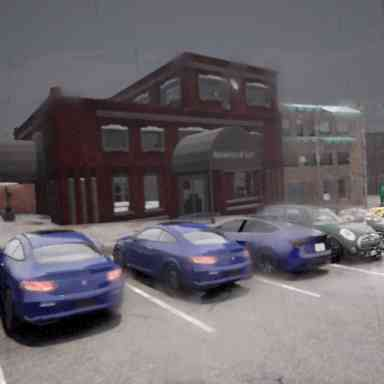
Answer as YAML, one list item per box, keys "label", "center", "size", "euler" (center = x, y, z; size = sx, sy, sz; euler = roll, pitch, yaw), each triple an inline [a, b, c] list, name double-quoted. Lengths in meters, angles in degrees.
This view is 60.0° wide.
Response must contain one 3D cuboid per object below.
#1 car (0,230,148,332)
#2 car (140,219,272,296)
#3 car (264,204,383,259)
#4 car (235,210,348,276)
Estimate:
- label: "car"
  center: [-2.948, 1.511, 6.897]
  size: [2.002, 1.452, 4.674]
  euler: [0, 0, -36]
- label: "car"
  center: [-0.455, 1.491, 8.676]
  size: [2.002, 1.452, 4.674]
  euler: [0, 0, -36]
- label: "car"
  center: [4.308, 1.288, 12.117]
  size: [2.185, 1.767, 4.553]
  euler: [0, 0, -36]
- label: "car"
  center: [1.918, 1.462, 10.409]
  size: [2.163, 1.488, 4.792]
  euler: [0, 0, -36]
